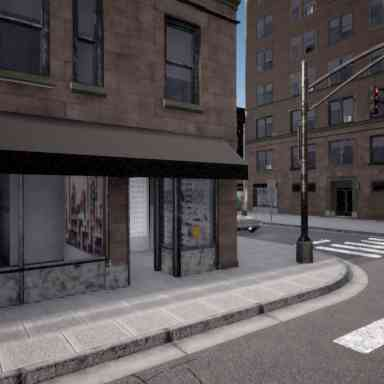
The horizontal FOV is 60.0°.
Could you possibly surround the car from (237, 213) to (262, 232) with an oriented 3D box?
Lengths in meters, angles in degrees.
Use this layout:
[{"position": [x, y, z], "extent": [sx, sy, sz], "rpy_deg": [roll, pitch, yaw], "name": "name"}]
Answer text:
[{"position": [1.775, 1.593, 19.247], "extent": [1.895, 1.301, 4.718], "rpy_deg": [0, 0, -36], "name": "car"}]
